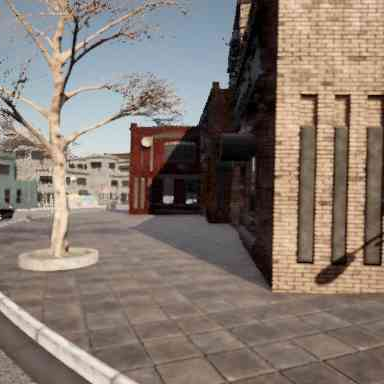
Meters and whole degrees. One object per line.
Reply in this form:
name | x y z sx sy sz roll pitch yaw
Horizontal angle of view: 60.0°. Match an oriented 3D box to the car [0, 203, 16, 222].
car | -15.984 1.571 27.014 1.882 1.535 5.008 1 -1 -9
